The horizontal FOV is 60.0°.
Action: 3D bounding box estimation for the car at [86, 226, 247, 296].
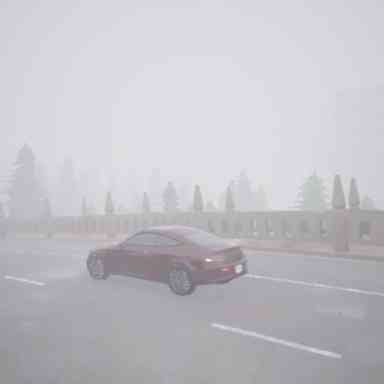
[{"bbox_3d":[-0.819,1.637,8.874,4.674,1.442,1.812,-2,-1,35],"label":"car"}]
